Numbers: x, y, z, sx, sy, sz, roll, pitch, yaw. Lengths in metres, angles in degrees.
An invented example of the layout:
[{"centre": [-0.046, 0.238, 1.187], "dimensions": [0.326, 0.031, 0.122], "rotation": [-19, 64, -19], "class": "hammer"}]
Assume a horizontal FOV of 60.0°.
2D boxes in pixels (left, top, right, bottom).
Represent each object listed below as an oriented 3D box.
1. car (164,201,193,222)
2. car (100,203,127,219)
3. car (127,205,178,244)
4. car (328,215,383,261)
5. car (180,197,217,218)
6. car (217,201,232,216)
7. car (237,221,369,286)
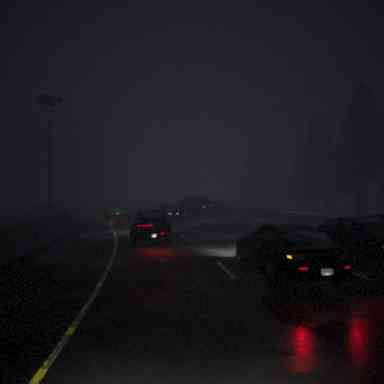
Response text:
[{"centre": [-2.020, 1.767, 28.417], "dimensions": [2.033, 1.411, 5.357], "rotation": [0, 0, -21], "class": "car"}, {"centre": [-7.941, 1.800, 33.168], "dimensions": [1.812, 1.442, 4.674], "rotation": [0, -1, -25], "class": "car"}, {"centre": [-2.154, 1.638, 16.710], "dimensions": [1.837, 1.490, 4.892], "rotation": [0, 0, -12], "class": "car"}, {"centre": [5.900, 1.619, 12.131], "dimensions": [2.033, 1.411, 5.357], "rotation": [0, 0, -9], "class": "car"}, {"centre": [0.006, 1.465, 32.639], "dimensions": [2.150, 2.045, 5.566], "rotation": [0, -1, -23], "class": "car"}, {"centre": [2.437, 1.736, 35.622], "dimensions": [1.882, 1.535, 5.008], "rotation": [0, -1, -24], "class": "car"}, {"centre": [2.660, 1.589, 9.564], "dimensions": [1.812, 1.442, 4.674], "rotation": [0, 0, -8], "class": "car"}]
